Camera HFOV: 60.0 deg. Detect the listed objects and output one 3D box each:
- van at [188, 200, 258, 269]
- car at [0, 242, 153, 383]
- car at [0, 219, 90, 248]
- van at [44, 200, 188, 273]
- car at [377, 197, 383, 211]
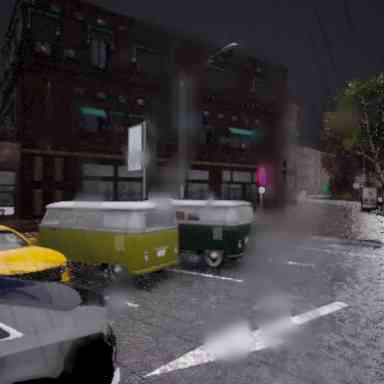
[{"bbox_3d":[-0.136,1.255,11.126,4.442,1.987,1.878,-1,0,34],"label":"van"},{"bbox_3d":[-2.980,1.488,2.404,4.902,1.511,2.128,0,0,-36],"label":"car"},{"bbox_3d":[-4.861,1.484,7.510,5.008,1.535,2.097,-1,-1,34],"label":"car"},{"bbox_3d":[-2.551,1.257,9.344,4.442,1.987,1.878,-1,0,34],"label":"van"},{"bbox_3d":[21.566,1.306,37.867,1.882,1.535,5.008,0,1,4],"label":"car"}]
